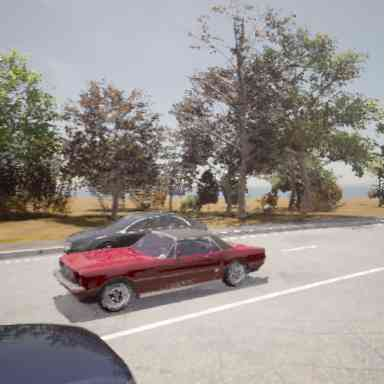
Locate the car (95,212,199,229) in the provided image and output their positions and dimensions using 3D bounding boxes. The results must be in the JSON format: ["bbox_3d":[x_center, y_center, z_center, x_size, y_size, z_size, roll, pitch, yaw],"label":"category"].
[{"bbox_3d":[-1.673,1.462,11.154,4.892,1.490,1.837,0,0,-33],"label":"car"}]

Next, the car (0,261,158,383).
[{"bbox_3d":[-2.349,1.562,1.997,4.181,1.385,1.994,0,0,-35],"label":"car"}]

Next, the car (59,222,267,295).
[{"bbox_3d":[-0.588,1.569,7.673,4.718,1.301,1.895,0,0,-34],"label":"car"}]
